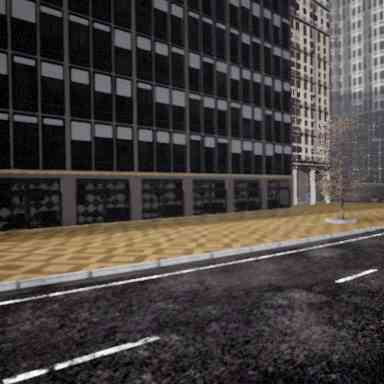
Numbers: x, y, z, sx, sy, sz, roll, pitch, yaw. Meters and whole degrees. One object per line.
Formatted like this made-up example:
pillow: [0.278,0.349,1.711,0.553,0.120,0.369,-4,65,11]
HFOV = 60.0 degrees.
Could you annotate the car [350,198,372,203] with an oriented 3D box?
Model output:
car: [31.900,1.391,63.357,1.802,1.307,4.206,-1,1,-40]

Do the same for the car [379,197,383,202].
car: [35.513,1.403,58.967,1.947,1.339,4.313,-1,1,-40]

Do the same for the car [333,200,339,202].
car: [28.319,1.347,67.771,1.947,1.339,4.313,-1,1,-40]

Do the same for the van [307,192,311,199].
van: [27.560,0.915,81.899,1.690,1.788,3.998,-1,1,-40]
